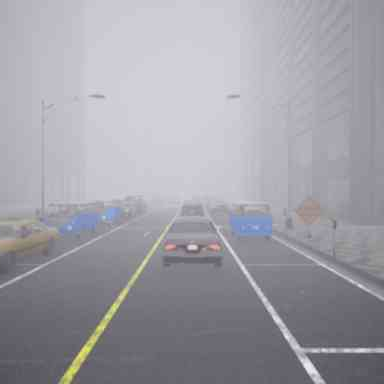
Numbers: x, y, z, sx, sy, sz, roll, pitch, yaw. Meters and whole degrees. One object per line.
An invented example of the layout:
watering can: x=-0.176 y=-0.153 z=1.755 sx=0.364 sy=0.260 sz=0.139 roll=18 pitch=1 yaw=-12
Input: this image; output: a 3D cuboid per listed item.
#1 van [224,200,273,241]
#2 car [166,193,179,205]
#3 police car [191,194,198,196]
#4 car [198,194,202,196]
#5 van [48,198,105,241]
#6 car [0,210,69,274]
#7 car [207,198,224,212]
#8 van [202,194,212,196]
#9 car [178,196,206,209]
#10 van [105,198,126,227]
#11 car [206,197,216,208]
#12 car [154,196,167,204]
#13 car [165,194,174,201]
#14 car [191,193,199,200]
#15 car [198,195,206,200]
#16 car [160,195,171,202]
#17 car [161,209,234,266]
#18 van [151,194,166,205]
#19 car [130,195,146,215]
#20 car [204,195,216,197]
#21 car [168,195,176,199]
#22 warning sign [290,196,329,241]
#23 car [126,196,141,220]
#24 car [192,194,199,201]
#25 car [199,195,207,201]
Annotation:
van: x=2.760 y=1.319 z=16.306 sx=1.690 sy=1.788 sz=3.998 roll=0 pitch=0 yaw=0
car: x=-3.056 y=1.423 z=57.968 sx=1.837 sy=1.490 sz=4.892 roll=0 pitch=0 yaw=0
police car: x=0.894 y=1.321 z=74.558 sx=1.930 sy=1.638 sz=5.238 roll=0 pitch=0 yaw=0
car: x=2.766 y=1.441 z=72.713 sx=1.887 sy=1.381 sz=4.507 roll=0 pitch=0 yaw=0
van: x=-5.765 y=1.319 z=16.302 sx=1.690 sy=1.788 sz=3.998 roll=0 pitch=0 yaw=0
car: x=-5.765 y=1.511 z=10.491 sx=1.752 sy=1.417 sz=4.829 roll=0 pitch=0 yaw=0
car: x=2.763 y=1.536 z=33.228 sx=1.802 sy=1.307 sz=4.206 roll=0 pitch=0 yaw=0
van: x=2.763 y=1.271 z=50.150 sx=1.690 sy=1.788 sz=3.998 roll=0 pitch=0 yaw=0
car: x=0.058 y=1.437 z=29.776 sx=1.882 sy=1.535 sz=5.008 roll=0 pitch=0 yaw=1
van: x=-5.765 y=1.311 z=21.943 sx=1.690 sy=1.788 sz=3.998 roll=0 pitch=0 yaw=0
car: x=2.763 y=1.528 z=38.869 sx=1.802 sy=1.307 sz=4.206 roll=0 pitch=0 yaw=0
car: x=-5.760 y=1.458 z=61.430 sx=1.887 sy=1.381 sz=4.507 roll=0 pitch=0 yaw=0
car: x=-5.759 y=1.318 z=83.992 sx=1.967 sy=1.590 sz=4.097 roll=0 pitch=0 yaw=0
car: x=0.756 y=1.217 z=90.419 sx=2.097 sy=1.767 sz=4.553 roll=0 pitch=0 yaw=0
car: x=2.768 y=1.433 z=89.635 sx=1.947 sy=1.339 sz=4.313 roll=0 pitch=0 yaw=0
car: x=-5.759 y=1.463 z=72.711 sx=1.947 sy=1.339 sz=4.313 roll=0 pitch=0 yaw=0
car: x=0.024 y=1.532 z=11.425 sx=2.033 sy=1.411 sz=5.357 roll=0 pitch=0 yaw=0
van: x=-5.762 y=1.263 z=55.789 sx=1.690 sy=1.788 sz=3.998 roll=0 pitch=0 yaw=0
car: x=-5.764 y=1.269 z=33.225 sx=2.192 sy=1.841 sz=5.009 roll=0 pitch=0 yaw=0
car: x=2.763 y=1.504 z=44.510 sx=1.947 sy=1.339 sz=4.313 roll=0 pitch=0 yaw=0
car: x=-5.757 y=1.422 z=95.275 sx=1.947 sy=1.339 sz=4.313 roll=0 pitch=0 yaw=0
warning sign: x=5.073 y=1.095 z=14.443 sx=1.300 sy=1.860 sz=1.060 roll=0 pitch=0 yaw=0
car: x=-5.764 y=1.402 z=27.583 sx=1.967 sy=1.590 sz=4.097 roll=0 pitch=0 yaw=0
car: x=0.843 y=1.382 z=84.448 sx=1.837 sy=1.490 sz=4.892 roll=0 pitch=0 yaw=0
car: x=2.767 y=1.428 z=83.994 sx=2.008 sy=1.369 sz=4.403 roll=0 pitch=0 yaw=0
